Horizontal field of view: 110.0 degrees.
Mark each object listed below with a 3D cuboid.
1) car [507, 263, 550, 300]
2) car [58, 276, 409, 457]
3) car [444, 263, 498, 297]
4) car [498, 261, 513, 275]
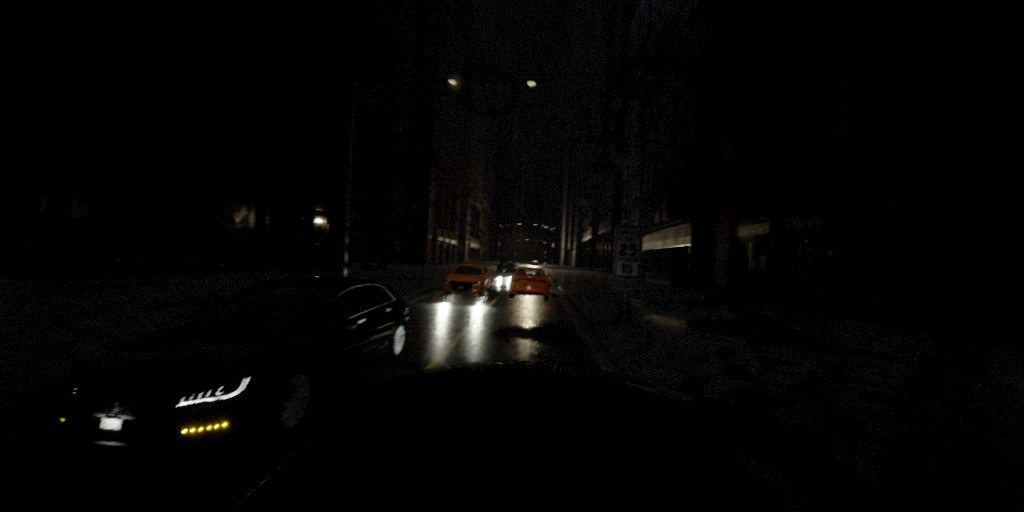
[{"bbox_3d":[0.964,1.337,19.014,1.882,1.535,5.008,3,0,4],"label":"car"},{"bbox_3d":[-3.050,1.102,5.310,1.837,1.490,4.892,3,0,4],"label":"car"},{"bbox_3d":[-2.151,1.169,18.791,1.882,1.535,5.008,3,0,4],"label":"car"},{"bbox_3d":[-0.640,1.327,40.138,2.128,1.511,4.902,3,0,4],"label":"car"}]
